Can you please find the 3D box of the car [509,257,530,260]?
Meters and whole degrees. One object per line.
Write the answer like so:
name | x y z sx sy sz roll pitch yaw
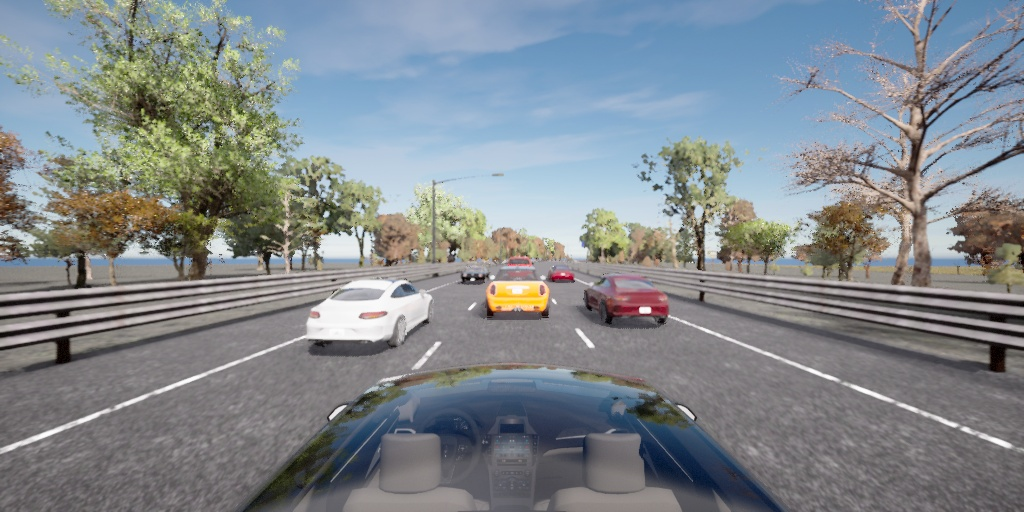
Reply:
car | 0.650 1.111 29.677 2.150 2.045 5.566 0 0 2

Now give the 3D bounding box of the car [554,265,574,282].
car | 4.209 1.461 31.047 1.994 1.385 4.181 0 0 2

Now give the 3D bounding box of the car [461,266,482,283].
car | -2.862 1.473 29.154 1.895 1.301 4.718 1 0 2

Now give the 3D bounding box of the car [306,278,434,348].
car | -3.345 1.298 9.243 1.812 1.442 4.674 1 0 1

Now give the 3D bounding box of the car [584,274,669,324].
car | 3.693 1.324 12.130 1.812 1.442 4.674 0 0 1

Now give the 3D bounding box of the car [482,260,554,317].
car | 0.215 1.156 13.536 2.097 1.767 4.553 0 0 1
